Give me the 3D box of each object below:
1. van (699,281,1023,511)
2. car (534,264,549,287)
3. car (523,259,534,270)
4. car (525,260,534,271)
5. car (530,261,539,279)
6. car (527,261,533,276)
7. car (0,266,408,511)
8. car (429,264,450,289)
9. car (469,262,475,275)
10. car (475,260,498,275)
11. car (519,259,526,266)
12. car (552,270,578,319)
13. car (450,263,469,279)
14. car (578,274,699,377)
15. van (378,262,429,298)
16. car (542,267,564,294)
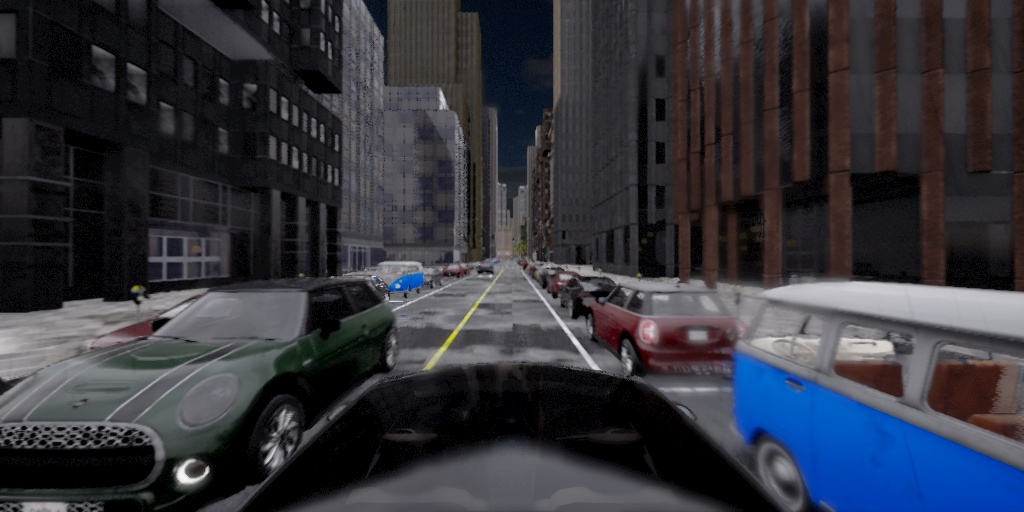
[{"bbox_3d":[2.762,1.090,1.631,1.690,1.789,3.998,0,0,0],"label":"van"},{"bbox_3d":[2.765,1.429,24.177,1.948,1.339,4.313,0,0,0],"label":"car"},{"bbox_3d":[2.767,1.516,46.893,1.751,1.417,4.829,0,0,0],"label":"car"},{"bbox_3d":[2.766,1.503,41.086,1.888,1.381,4.507,0,0,0],"label":"car"},{"bbox_3d":[2.765,1.420,29.984,1.751,1.417,4.829,0,0,0],"label":"car"},{"bbox_3d":[2.766,1.491,35.450,1.948,1.339,4.313,0,0,0],"label":"car"},{"bbox_3d":[-3.100,1.116,4.624,2.097,1.767,4.553,0,0,0],"label":"car"},{"bbox_3d":[-5.760,1.414,24.161,2.007,1.370,4.403,0,0,0],"label":"car"},{"bbox_3d":[-5.759,1.503,41.069,1.888,1.381,4.507,0,0,0],"label":"car"},{"bbox_3d":[-3.086,1.518,43.279,2.033,1.411,5.357,0,0,0],"label":"car"},{"bbox_3d":[2.768,1.371,57.995,2.192,1.841,5.009,0,0,0],"label":"car"},{"bbox_3d":[2.764,1.371,12.904,1.948,1.339,4.313,0,0,0],"label":"car"},{"bbox_3d":[-5.759,1.471,35.433,1.888,1.381,4.507,0,0,0],"label":"car"},{"bbox_3d":[2.763,1.217,7.267,1.967,1.591,4.097,0,0,0],"label":"car"},{"bbox_3d":[-5.761,1.175,18.525,1.690,1.789,3.998,0,0,0],"label":"van"},{"bbox_3d":[2.764,1.416,18.540,1.802,1.307,4.207,0,0,0],"label":"car"}]
